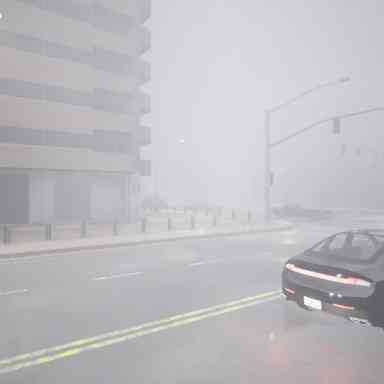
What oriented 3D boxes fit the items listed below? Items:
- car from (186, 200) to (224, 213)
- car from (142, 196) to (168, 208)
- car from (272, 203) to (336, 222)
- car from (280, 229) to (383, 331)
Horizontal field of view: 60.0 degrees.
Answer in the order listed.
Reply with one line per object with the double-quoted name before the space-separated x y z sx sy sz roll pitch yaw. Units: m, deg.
"car" 1.421 1.546 36.500 1.895 1.301 4.718 0 0 -35
"car" -5.195 1.296 46.077 2.097 1.767 4.553 0 0 -34
"car" 8.759 1.554 26.195 1.895 1.301 4.718 0 0 -36
"car" 3.848 1.492 6.486 4.902 1.511 2.128 0 0 -35
